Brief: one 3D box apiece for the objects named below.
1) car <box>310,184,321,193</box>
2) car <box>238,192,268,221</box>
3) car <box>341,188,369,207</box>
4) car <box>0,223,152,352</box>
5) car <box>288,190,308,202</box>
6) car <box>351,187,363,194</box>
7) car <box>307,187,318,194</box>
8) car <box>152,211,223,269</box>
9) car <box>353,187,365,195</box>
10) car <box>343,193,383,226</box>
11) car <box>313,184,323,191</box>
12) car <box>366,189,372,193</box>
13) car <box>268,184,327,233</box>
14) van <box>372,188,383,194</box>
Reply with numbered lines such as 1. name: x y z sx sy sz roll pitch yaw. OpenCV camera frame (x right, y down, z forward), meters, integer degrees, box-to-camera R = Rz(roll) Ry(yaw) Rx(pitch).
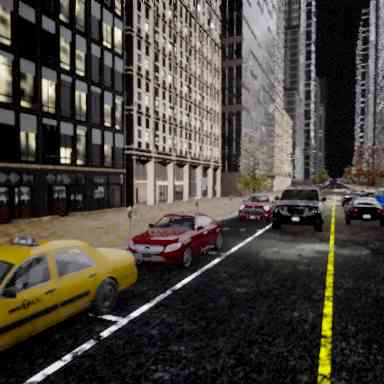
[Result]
1. car: 29.077 -0.858 78.048 2.192 1.841 5.009 1 2 23
2. car: 4.226 0.857 20.605 1.967 1.590 4.097 1 2 23
3. car: 15.408 0.674 32.006 2.033 1.411 5.357 1 2 24
4. car: -2.619 1.371 4.783 1.752 1.417 4.829 1 2 23
5. car: 13.263 0.410 41.497 1.947 1.339 4.313 1 2 23
6. car: 34.506 -0.352 69.497 2.008 1.369 4.403 1 2 23
7. car: 24.492 -0.350 67.453 1.752 1.417 4.829 1 2 23
8. car: -0.293 1.282 10.163 1.802 1.307 4.206 1 2 23
9. car: 32.246 -0.191 64.274 1.947 1.339 4.313 1 2 23
10. car: 9.691 1.015 18.773 1.812 1.442 4.674 1 2 24
11. car: 33.596 -1.154 88.493 2.192 1.841 5.009 1 2 23
12. car: 18.690 0.656 32.938 1.887 1.381 4.507 1 2 23
13. car: 5.585 0.747 16.953 2.150 2.045 5.566 1 2 23
14. van: 16.431 0.596 27.709 1.690 1.788 3.998 1 2 23
